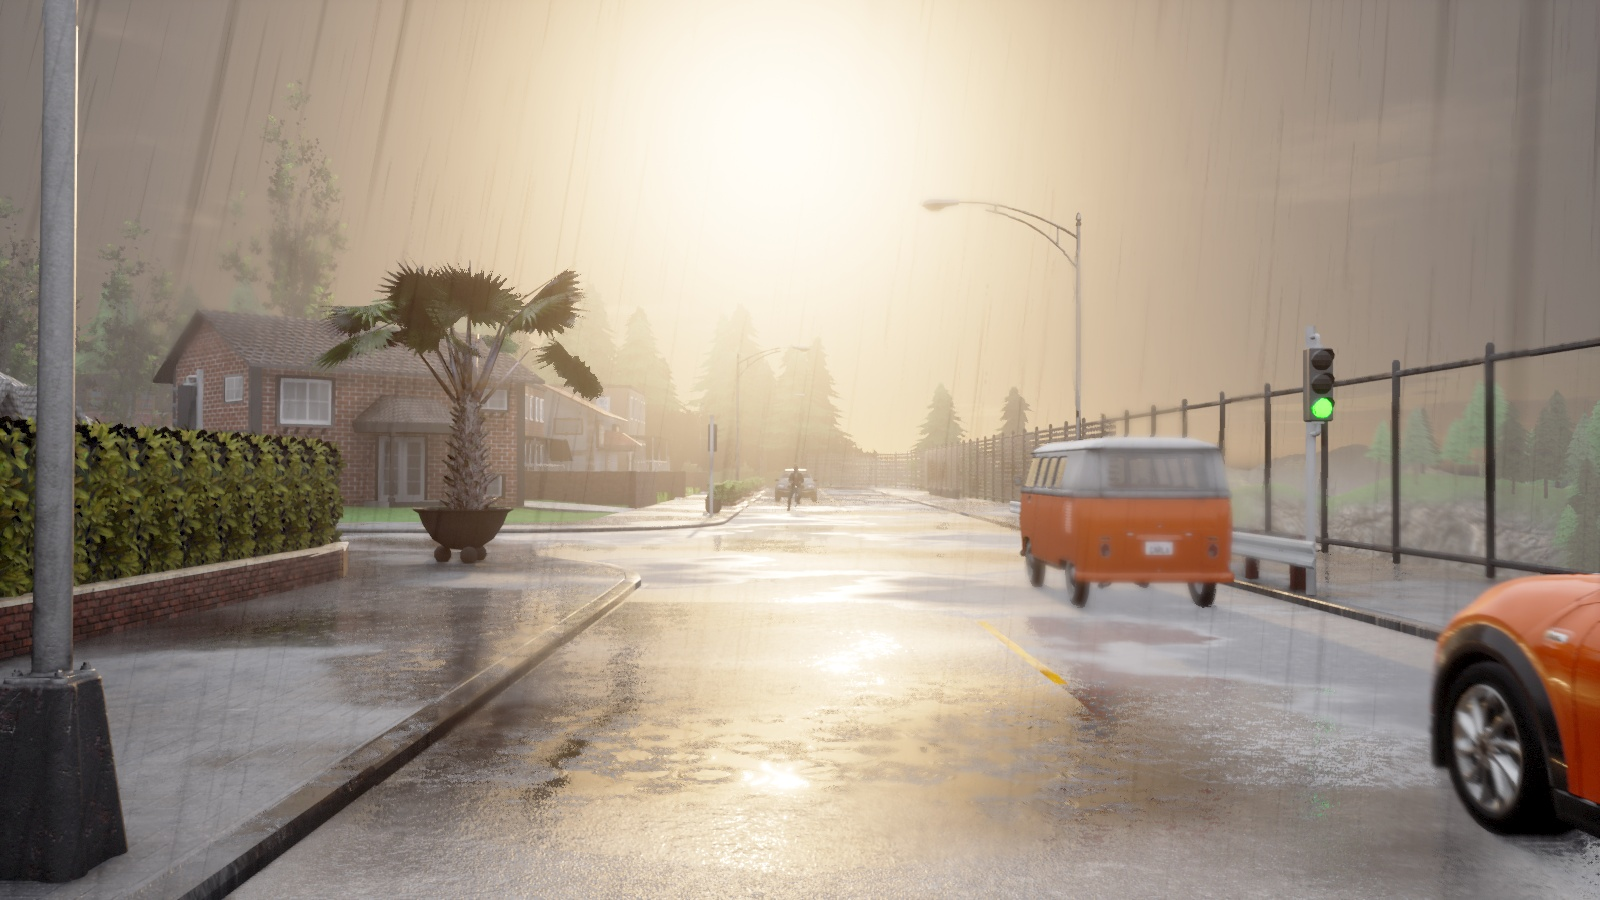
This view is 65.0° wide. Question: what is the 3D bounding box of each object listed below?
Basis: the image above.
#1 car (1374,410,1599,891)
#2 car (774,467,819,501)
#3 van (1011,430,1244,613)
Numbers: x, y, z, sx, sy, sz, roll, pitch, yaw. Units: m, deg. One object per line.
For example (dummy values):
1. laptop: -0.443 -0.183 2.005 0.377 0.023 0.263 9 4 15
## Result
1. car: 3.988 0.726 4.119 2.097 1.767 4.553 0 -1 0
2. car: -0.194 1.761 65.735 2.242 1.667 4.611 0 -1 0
3. van: 3.956 0.819 15.972 1.775 1.987 4.442 0 -1 0
